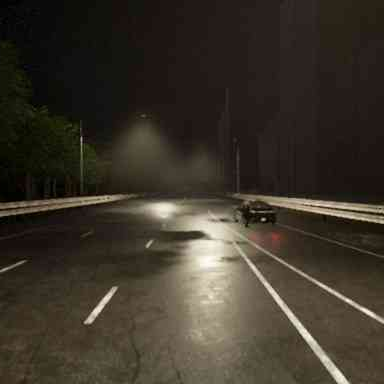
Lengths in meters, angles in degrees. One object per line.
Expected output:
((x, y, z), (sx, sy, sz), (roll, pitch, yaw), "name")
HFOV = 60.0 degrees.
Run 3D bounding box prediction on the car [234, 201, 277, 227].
((3.835, 1.296, 20.789), (2.128, 1.511, 4.902), (0, 0, -3), "car")
